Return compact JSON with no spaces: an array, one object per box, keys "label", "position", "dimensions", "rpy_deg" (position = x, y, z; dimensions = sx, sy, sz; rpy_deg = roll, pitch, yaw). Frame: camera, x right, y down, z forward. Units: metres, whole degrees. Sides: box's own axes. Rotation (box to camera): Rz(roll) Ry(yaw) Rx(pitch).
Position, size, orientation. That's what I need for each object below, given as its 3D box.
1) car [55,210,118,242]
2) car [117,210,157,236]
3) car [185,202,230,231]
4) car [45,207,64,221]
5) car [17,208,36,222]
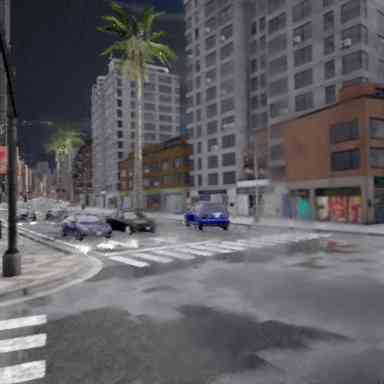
[{"label":"car","position":[-6.443,2.030,19.955],"dimensions":[1.812,1.442,4.674],"rpy_deg":[0,-1,-37]},{"label":"car","position":[-4.226,1.992,22.399],"dimensions":[1.882,1.535,5.008],"rpy_deg":[0,-1,-38]},{"label":"car","position":[1.021,1.754,24.495],"dimensions":[2.150,2.045,5.566],"rpy_deg":[0,-1,-14]},{"label":"car","position":[-15.247,2.460,37.511],"dimensions":[1.812,1.442,4.674],"rpy_deg":[0,-1,-35]},{"label":"car","position":[-18.451,2.487,36.436],"dimensions":[1.812,1.442,4.674],"rpy_deg":[0,-1,-34]}]
